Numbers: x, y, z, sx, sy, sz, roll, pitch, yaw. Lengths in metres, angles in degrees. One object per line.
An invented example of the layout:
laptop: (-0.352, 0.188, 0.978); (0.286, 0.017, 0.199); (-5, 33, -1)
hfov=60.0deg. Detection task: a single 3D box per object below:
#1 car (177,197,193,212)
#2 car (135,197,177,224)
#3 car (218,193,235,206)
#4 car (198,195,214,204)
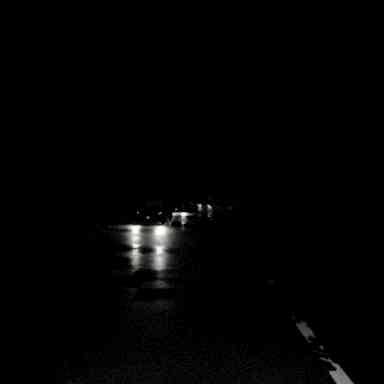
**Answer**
car: (-1.095, 1.217, 33.775); (2.033, 1.411, 5.357); (1, 0, 8)
car: (-2.416, 1.247, 22.334); (1.812, 1.442, 4.674); (1, 0, 6)
car: (5.009, 1.038, 48.276); (2.097, 1.767, 4.553); (1, 0, 12)
car: (2.292, 1.147, 52.510); (1.812, 1.442, 4.674); (1, 0, 13)
